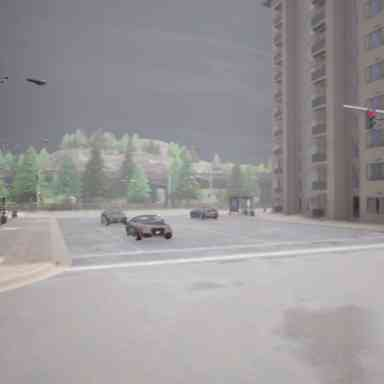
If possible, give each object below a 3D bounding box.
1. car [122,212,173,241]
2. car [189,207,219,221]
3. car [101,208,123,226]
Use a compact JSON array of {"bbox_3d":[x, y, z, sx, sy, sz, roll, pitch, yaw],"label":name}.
[{"bbox_3d":[-2.629,2.062,19.960,1.994,1.385,4.181,1,-2,-23],"label":"car"},{"bbox_3d":[1.264,2.439,37.773,2.128,1.511,4.902,1,-2,-23],"label":"car"},{"bbox_3d":[-7.166,2.264,30.567,1.837,1.490,4.892,1,-1,-23],"label":"car"}]
